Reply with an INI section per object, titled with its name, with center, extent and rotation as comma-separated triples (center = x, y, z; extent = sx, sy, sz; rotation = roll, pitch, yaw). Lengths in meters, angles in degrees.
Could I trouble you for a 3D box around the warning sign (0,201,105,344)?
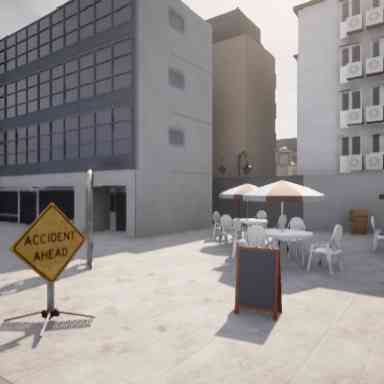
[warning sign]
center = -2.248, 1.100, 5.288
extent = 1.060, 1.860, 1.300
rotation = 0, 0, 35
